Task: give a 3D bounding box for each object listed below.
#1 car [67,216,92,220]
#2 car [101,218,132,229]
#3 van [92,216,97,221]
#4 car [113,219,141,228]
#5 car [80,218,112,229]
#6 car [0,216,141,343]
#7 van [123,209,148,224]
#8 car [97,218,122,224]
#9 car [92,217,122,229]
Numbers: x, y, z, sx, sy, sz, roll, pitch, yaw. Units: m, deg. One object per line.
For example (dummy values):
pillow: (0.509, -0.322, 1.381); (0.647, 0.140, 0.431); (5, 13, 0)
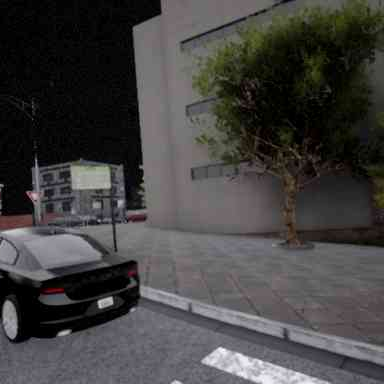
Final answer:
car: (-14.510, 3.604, 39.262); (1.837, 1.490, 4.892); (-7, -5, 25)
car: (-13.644, 5.713, 60.090); (5.366, 1.575, 1.946); (-6, -7, 24)
van: (-17.104, 4.796, 52.395); (4.442, 1.987, 1.878); (-6, -7, 24)
car: (-12.292, 5.960, 62.530); (4.792, 1.488, 2.163); (-6, -8, 24)
car: (-15.842, 5.220, 54.842); (5.008, 1.535, 2.097); (-6, -7, 24)
car: (-3.095, 1.420, 6.517); (5.008, 1.535, 1.882); (1, 2, 42)
van: (-6.734, 3.330, 45.010); (4.442, 1.987, 1.878); (-6, -7, 24)
car: (-12.221, 4.727, 51.751); (1.994, 1.385, 4.181); (-6, -7, 24)
car: (-14.662, 5.323, 57.371); (4.553, 1.767, 2.185); (-6, -7, 24)
